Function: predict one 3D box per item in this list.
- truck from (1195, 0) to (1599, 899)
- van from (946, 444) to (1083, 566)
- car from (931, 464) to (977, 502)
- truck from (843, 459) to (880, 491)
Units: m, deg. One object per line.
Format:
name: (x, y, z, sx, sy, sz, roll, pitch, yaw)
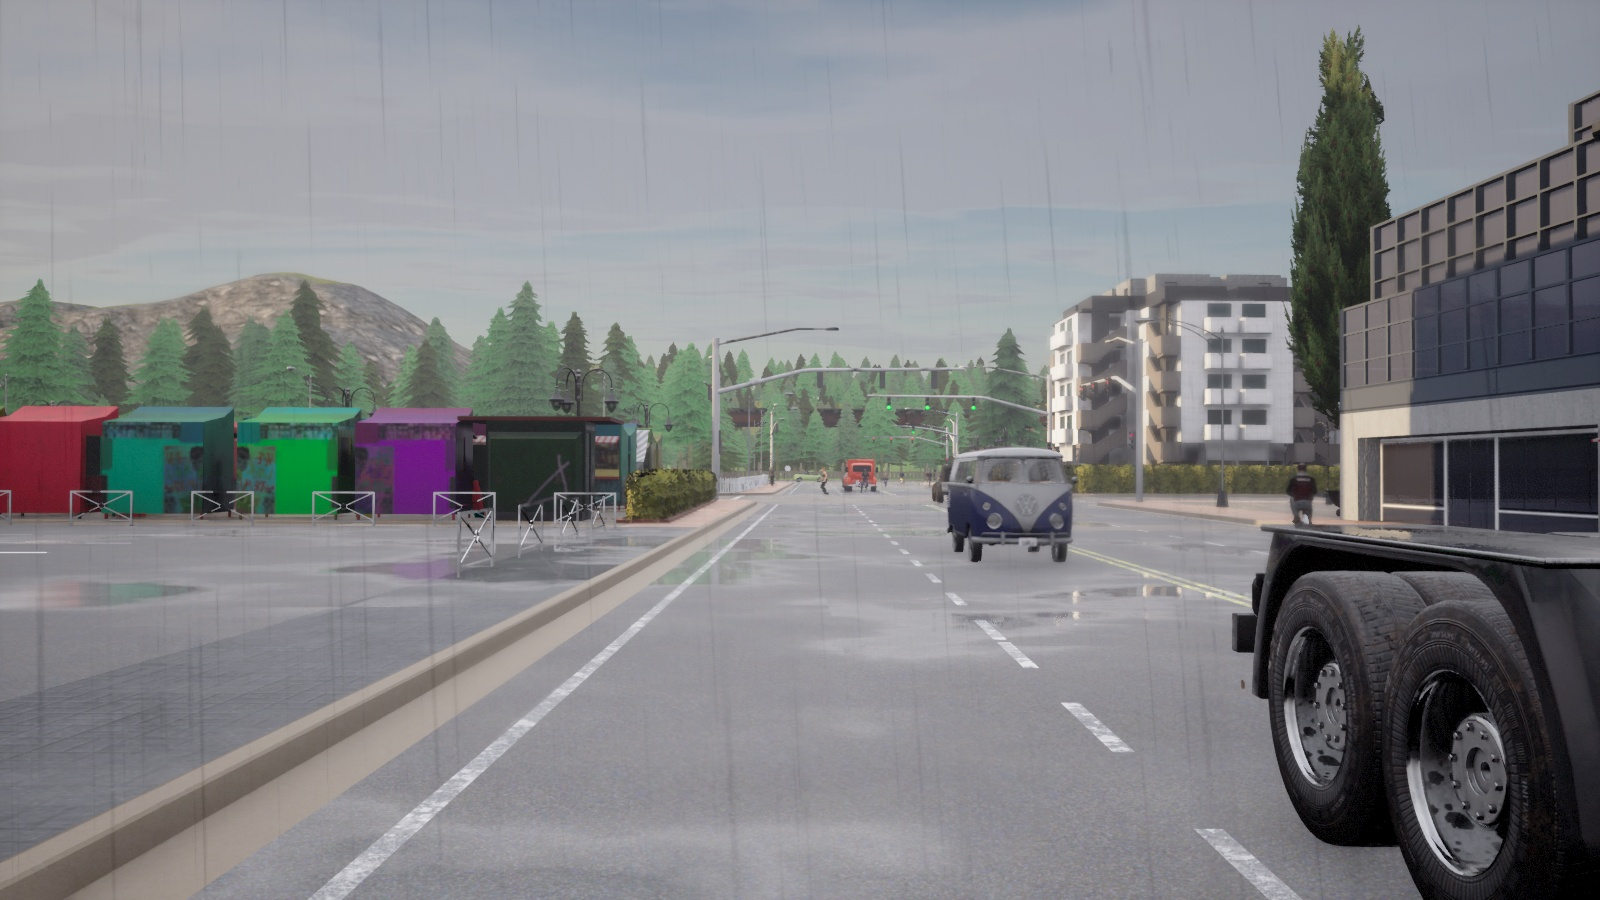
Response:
truck: (3.522, -0.137, 2.678, 2.891, 3.462, 7.936, 0, -1, 1)
van: (3.768, 0.934, 22.796, 1.775, 1.987, 4.442, 0, -1, 1)
car: (7.796, 1.650, 63.897, 1.905, 1.878, 3.866, 0, -1, 1)
truck: (4.721, 1.941, 97.138, 2.627, 2.467, 5.204, 0, -1, 1)
